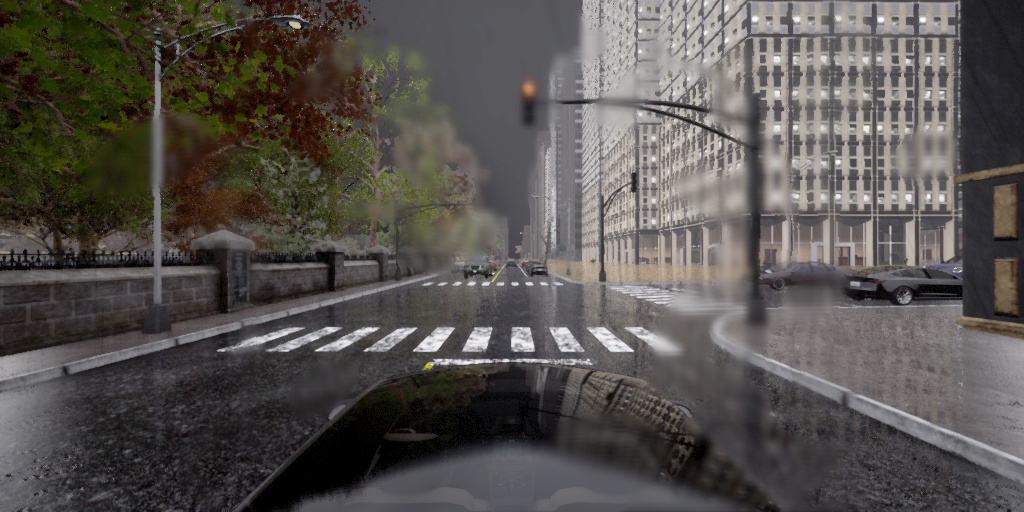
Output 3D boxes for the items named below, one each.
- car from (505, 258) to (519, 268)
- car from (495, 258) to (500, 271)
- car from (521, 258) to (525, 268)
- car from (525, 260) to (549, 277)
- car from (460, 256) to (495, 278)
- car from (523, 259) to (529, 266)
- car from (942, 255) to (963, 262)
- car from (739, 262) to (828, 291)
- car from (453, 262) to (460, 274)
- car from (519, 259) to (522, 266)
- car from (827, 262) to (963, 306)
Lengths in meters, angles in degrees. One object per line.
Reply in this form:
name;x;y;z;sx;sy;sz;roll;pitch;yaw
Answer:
car;-0.103;1.283;62.533;1.837;1.490;4.892;0;0;0
car;-3.173;0.981;47.964;2.150;2.045;5.566;0;1;0
car;2.614;1.330;46.967;1.948;1.339;4.313;0;0;0
car;2.633;1.323;35.702;1.948;1.339;4.313;0;0;0
car;-3.124;0.978;33.799;2.150;2.045;5.566;0;0;2
car;2.623;1.326;41.335;1.948;1.339;4.313;0;0;0
car;24.509;0.666;19.002;4.553;1.767;2.097;-1;0;0
car;15.111;1.021;18.937;5.357;1.411;2.033;-1;0;0
car;-5.757;1.342;41.321;1.802;1.307;4.207;0;0;0
car;2.587;1.324;63.865;1.888;1.381;4.507;0;0;0
car;14.666;1.024;13.139;4.313;1.339;1.948;0;0;0
